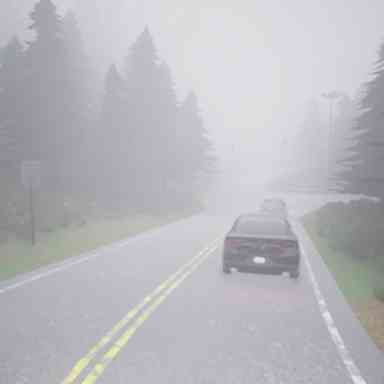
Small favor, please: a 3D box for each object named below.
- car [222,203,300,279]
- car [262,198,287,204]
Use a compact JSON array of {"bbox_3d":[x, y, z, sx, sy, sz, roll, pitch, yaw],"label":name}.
[{"bbox_3d":[2.059,1.325,9.850,1.882,1.535,5.008,1,1,13],"label":"car"},{"bbox_3d":[6.028,1.144,24.361,2.033,1.411,5.357,2,1,20],"label":"car"}]
